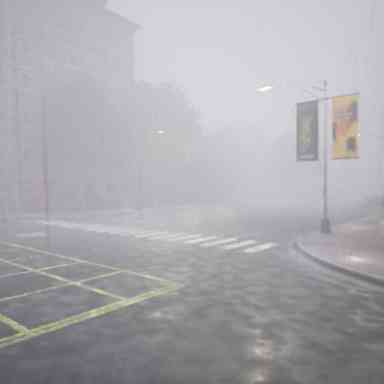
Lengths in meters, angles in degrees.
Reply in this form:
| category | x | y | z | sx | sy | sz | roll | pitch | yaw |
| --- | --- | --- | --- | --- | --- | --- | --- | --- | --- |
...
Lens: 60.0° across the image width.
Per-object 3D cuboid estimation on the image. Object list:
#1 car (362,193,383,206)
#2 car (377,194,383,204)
| category | x | y | z | sx | sy | sz | roll | pitch | yaw |
| --- | --- | --- | --- | --- | --- | --- | --- | --- | --- |
| car | 26.141 | 1.204 | 47.622 | 2.033 | 1.411 | 5.357 | 0 | 0 | 39 |
| car | 32.748 | 1.140 | 55.705 | 2.033 | 1.411 | 5.357 | 0 | 0 | 39 |
